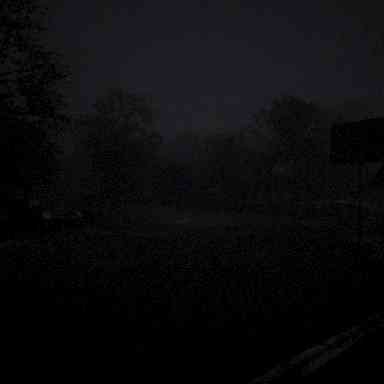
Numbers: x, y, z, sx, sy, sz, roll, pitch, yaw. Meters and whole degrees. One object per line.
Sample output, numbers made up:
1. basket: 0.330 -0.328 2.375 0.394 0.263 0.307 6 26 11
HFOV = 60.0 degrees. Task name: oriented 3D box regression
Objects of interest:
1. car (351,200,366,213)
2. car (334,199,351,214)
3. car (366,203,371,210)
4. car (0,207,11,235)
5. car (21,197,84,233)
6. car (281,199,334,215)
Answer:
1. car: 16.252 1.537 37.536 2.097 1.535 5.008 1 0 -40
2. car: 13.741 1.505 35.437 2.231 1.521 4.892 1 0 -40
3. car: 18.679 1.609 39.541 2.002 1.452 4.674 1 0 -40
4. car: -9.921 1.233 15.750 2.002 1.452 4.674 1 0 -40
5. car: -7.526 1.097 17.830 2.185 1.767 4.553 1 0 -40
6. car: 11.218 1.510 33.347 2.002 1.452 4.674 1 0 -40
